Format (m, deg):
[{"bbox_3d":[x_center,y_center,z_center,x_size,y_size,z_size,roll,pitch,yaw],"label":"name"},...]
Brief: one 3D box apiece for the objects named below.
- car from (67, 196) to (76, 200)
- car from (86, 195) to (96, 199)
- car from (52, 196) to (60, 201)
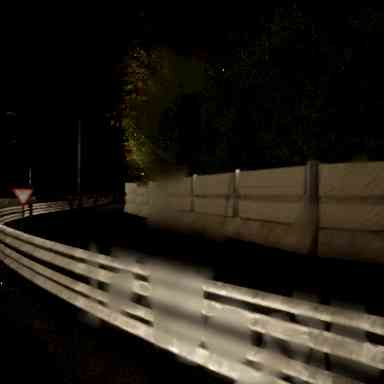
[{"bbox_3d":[-30.002,1.526,82.519,1.895,1.301,4.718,0,0,-24],"label":"car"},{"bbox_3d":[-25.056,1.495,82.853,1.994,1.385,4.181,0,0,-9],"label":"car"},{"bbox_3d":[-33.258,1.516,81.235,1.895,1.301,4.718,0,0,-24],"label":"car"}]
